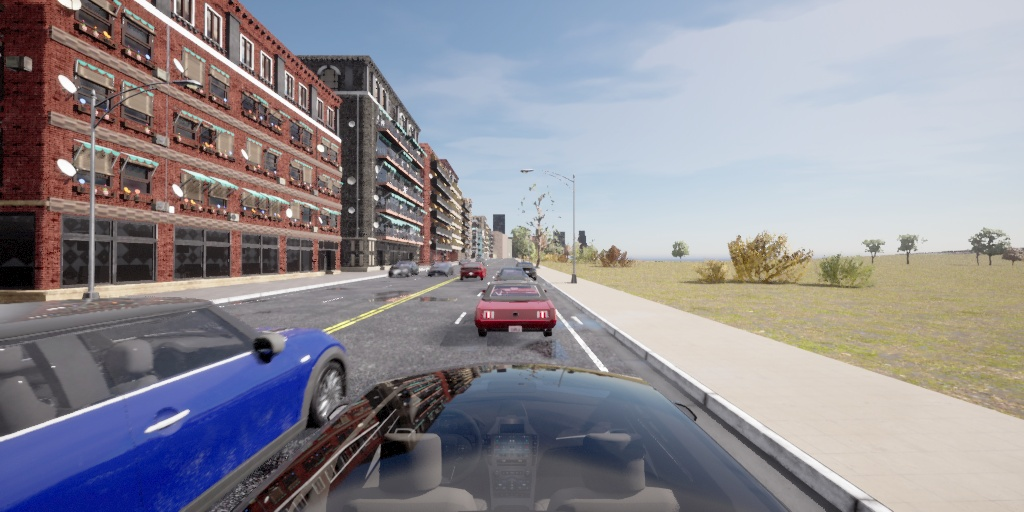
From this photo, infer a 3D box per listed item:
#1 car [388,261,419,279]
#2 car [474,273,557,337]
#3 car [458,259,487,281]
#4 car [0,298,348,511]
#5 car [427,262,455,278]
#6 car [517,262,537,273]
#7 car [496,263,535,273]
[{"bbox_3d":[-9.946,1.245,33.226,2.128,1.511,4.902,0,0,0],"label":"car"},{"bbox_3d":[0.075,1.352,10.274,1.895,1.301,4.718,0,0,0],"label":"car"},{"bbox_3d":[-3.237,1.231,30.703,1.882,1.535,5.008,0,0,0],"label":"car"},{"bbox_3d":[-3.155,1.102,2.789,2.097,1.767,4.553,0,0,0],"label":"car"},{"bbox_3d":[-6.699,1.301,34.484,2.033,1.411,5.357,0,0,0],"label":"car"},{"bbox_3d":[1.052,1.259,30.298,1.837,1.490,4.892,0,0,0],"label":"car"},{"bbox_3d":[0.036,1.317,20.305,1.994,1.385,4.181,0,0,0],"label":"car"}]
